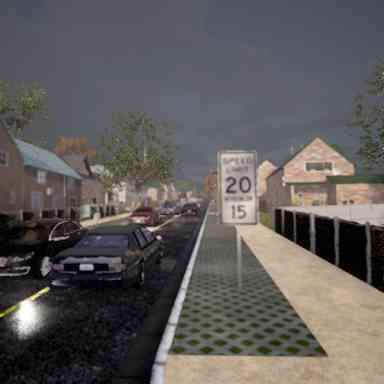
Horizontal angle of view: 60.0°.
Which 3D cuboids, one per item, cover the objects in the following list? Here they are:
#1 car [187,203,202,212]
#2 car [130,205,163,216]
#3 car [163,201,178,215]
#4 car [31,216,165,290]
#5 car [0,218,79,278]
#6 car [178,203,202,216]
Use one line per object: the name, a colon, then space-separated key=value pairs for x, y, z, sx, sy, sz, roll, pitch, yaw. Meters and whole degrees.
car: x=0.453 y=2.297 z=49.920 sx=1.895 sy=1.301 sz=4.718 roll=-1 pitch=-1 yaw=4
car: x=-3.806 y=1.920 z=26.796 sx=1.812 sy=1.442 sz=4.674 roll=-1 pitch=-1 yaw=4
car: x=-2.784 y=1.982 z=42.469 sx=2.097 sy=1.767 sz=4.553 roll=-1 pitch=-1 yaw=4
car: x=-2.017 y=1.627 z=9.327 sx=2.033 sy=1.411 sz=5.357 roll=-1 pitch=-1 yaw=3
car: x=-4.796 y=1.648 z=10.587 sx=1.837 sy=1.490 sz=4.892 roll=-1 pitch=-1 yaw=3
car: x=-0.141 y=2.020 z=39.489 sx=1.882 sy=1.535 sz=5.008 roll=-1 pitch=-1 yaw=4
